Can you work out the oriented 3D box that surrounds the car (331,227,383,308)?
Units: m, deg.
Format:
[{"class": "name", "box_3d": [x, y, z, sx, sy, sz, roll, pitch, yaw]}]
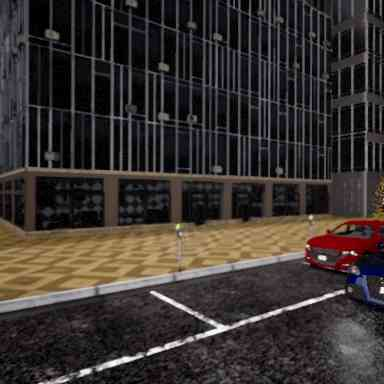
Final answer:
[{"class": "car", "box_3d": [5.090, 1.582, 7.024, 4.181, 1.385, 1.994, 0, 0, -36]}]

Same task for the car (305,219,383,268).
[{"class": "car", "box_3d": [5.410, 1.567, 10.436, 4.507, 1.381, 1.887, 0, 0, -36]}]
